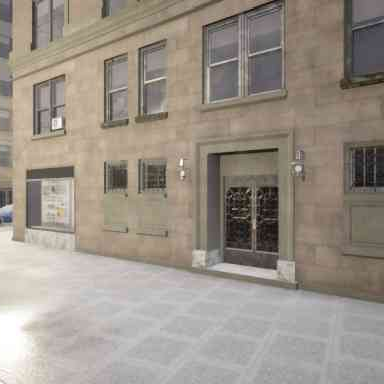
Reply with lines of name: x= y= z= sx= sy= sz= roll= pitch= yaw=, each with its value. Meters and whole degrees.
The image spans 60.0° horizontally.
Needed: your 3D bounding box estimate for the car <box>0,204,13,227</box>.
car: x=-11.905 y=1.512 z=23.049 sx=2.033 sy=1.411 sz=5.357 roll=0 pitch=0 yaw=39
